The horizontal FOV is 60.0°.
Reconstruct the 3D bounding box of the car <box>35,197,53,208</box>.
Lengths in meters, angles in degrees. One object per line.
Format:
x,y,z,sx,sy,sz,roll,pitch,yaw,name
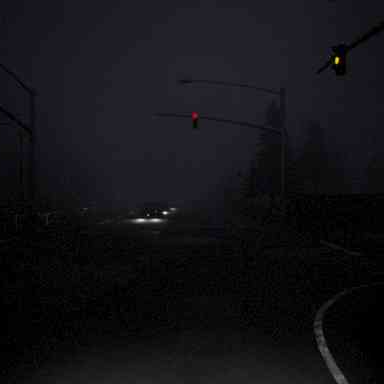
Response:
-20.631,1.384,45.590,1.970,1.475,3.806,0,0,0,car

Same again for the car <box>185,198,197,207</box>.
-0.137,1.601,51.214,1.895,1.301,4.718,0,0,0,car

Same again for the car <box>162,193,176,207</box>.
-3.678,1.221,51.019,2.150,2.045,5.566,0,0,-2,car

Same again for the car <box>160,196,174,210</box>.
-3.703,1.547,40.666,2.033,1.411,5.357,0,0,0,car

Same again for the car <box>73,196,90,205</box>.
-17.597,1.374,52.990,1.845,1.501,3.633,0,0,0,car

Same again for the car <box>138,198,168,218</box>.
-3.682,1.547,30.561,2.033,1.411,5.357,0,0,0,car
